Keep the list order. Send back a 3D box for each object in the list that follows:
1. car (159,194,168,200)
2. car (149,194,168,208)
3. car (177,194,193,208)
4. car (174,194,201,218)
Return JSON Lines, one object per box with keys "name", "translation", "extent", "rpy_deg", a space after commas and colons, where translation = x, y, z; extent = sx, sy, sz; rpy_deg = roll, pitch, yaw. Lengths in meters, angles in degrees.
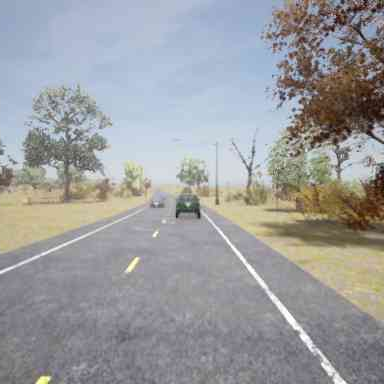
{"name": "car", "translation": [-6.985, 1.283, 82.058], "extent": [2.033, 1.411, 5.357], "rpy_deg": [0, 0, -5]}
{"name": "car", "translation": [-4.647, 1.381, 44.749], "extent": [2.128, 1.511, 4.902], "rpy_deg": [0, 0, -2]}
{"name": "car", "translation": [-1.035, 1.231, 46.127], "extent": [2.097, 1.767, 4.553], "rpy_deg": [0, 0, -3]}
{"name": "car", "translation": [-0.392, 1.153, 29.940], "extent": [2.150, 2.045, 5.566], "rpy_deg": [0, 0, -2]}
